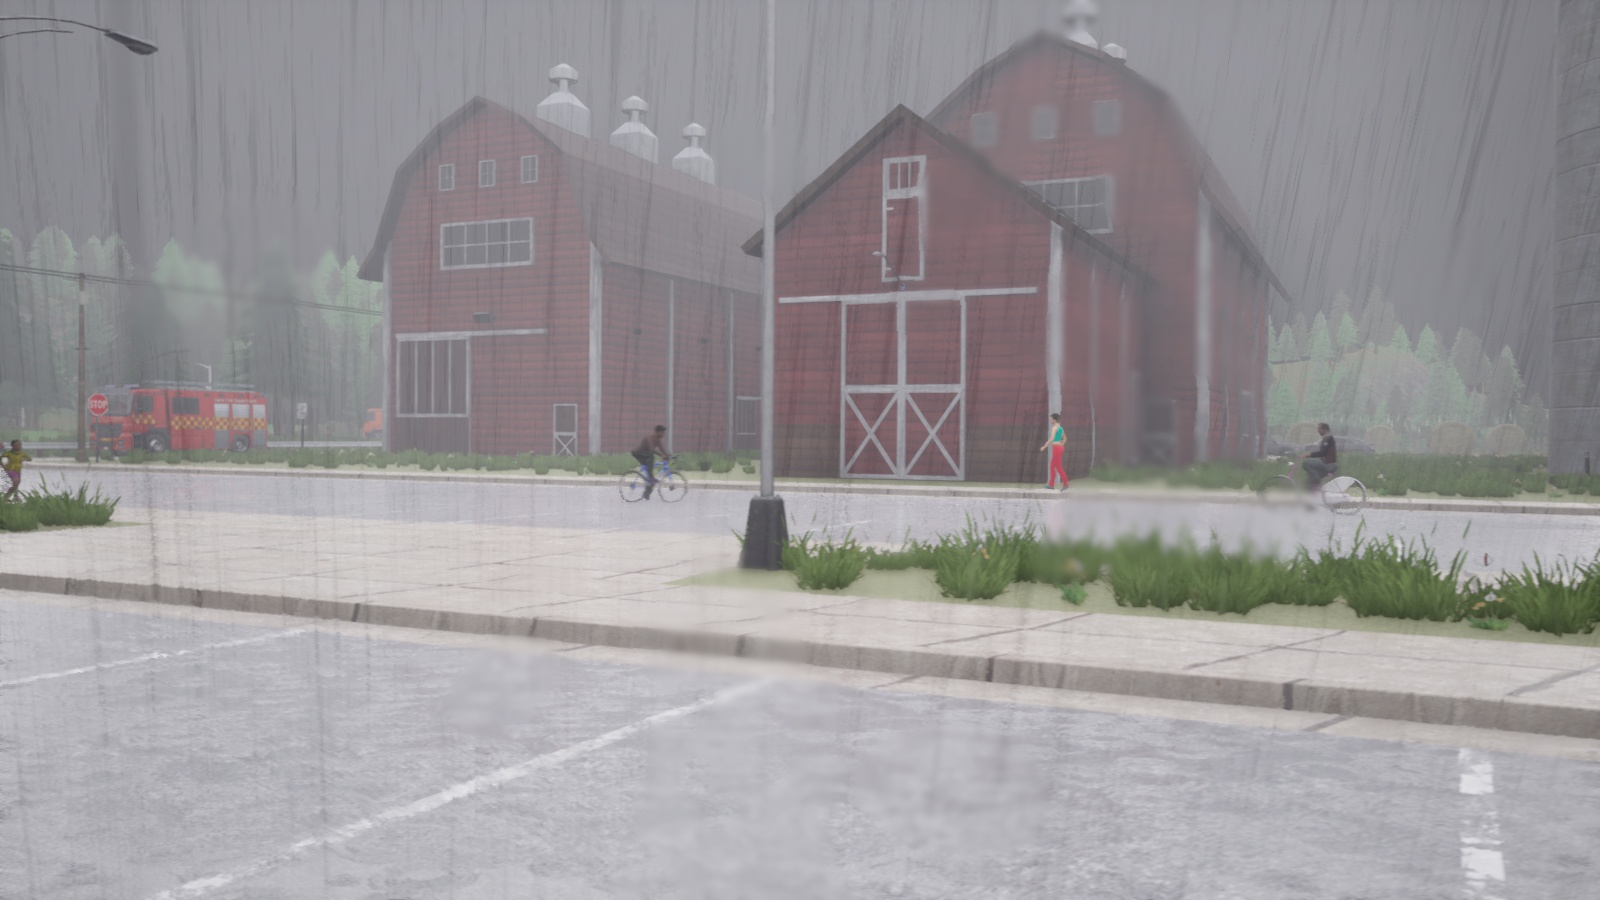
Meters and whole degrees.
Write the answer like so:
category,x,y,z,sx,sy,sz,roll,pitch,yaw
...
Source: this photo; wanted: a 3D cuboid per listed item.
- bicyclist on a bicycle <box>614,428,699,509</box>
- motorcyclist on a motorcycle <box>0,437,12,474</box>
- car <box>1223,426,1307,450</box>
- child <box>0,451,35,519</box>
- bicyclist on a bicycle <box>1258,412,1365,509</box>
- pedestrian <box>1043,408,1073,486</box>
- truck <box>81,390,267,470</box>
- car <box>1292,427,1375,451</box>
category,x,y,z,sx,sy,sz,roll,pitch,yaw
bicyclist on a bicycle,-2.949,0.361,25.717,1.656,1.620,0.582,0,1,25
motorcyclist on a motorcycle,-36.022,0.267,55.102,0.766,1.649,2.350,0,1,26
car,29.622,-0.755,79.995,4.902,1.511,2.128,0,0,25
child,-13.455,0.598,21.573,0.473,1.160,0.299,0,1,25
bicyclist on a bicycle,9.686,0.186,23.793,1.843,1.776,0.659,0,1,25
pedestrian,6.067,-0.074,29.555,0.594,1.836,0.345,0,1,34
truck,-31.713,-1.012,64.120,2.891,3.827,8.468,0,1,26
car,34.631,-0.728,81.555,4.892,1.490,1.837,0,1,25
